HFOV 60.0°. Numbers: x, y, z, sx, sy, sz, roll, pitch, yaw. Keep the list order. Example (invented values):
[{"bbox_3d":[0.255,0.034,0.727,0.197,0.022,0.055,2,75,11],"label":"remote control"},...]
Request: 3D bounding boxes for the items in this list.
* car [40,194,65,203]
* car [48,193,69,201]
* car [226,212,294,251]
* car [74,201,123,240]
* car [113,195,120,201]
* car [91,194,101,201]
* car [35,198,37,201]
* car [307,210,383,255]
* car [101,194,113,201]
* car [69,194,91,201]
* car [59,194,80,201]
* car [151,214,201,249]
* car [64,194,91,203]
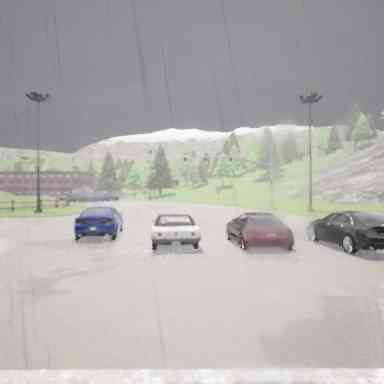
[{"bbox_3d":[-28.506,1.452,68.371,4.892,1.490,1.837,0,0,29],"label":"car"},{"bbox_3d":[-31.142,1.234,77.614,4.553,1.767,2.097,0,0,22],"label":"car"},{"bbox_3d":[2.720,1.541,14.138,1.994,1.385,4.181,0,0,-6],"label":"car"},{"bbox_3d":[-4.661,1.462,17.109,1.882,1.535,5.008,0,0,-7],"label":"car"},{"bbox_3d":[-19.388,1.424,79.123,4.892,1.490,1.837,0,0,33],"label":"car"},{"bbox_3d":[-22.611,1.490,72.846,4.181,1.385,1.994,0,0,33],"label":"car"},{"bbox_3d":[-32.977,1.420,74.586,4.674,1.442,1.812,0,0,19],"label":"car"},{"bbox_3d":[6.322,1.478,13.280,1.837,1.490,4.892,0,0,-5],"label":"car"},{"bbox_3d":[-20.911,1.286,75.929,4.553,1.767,2.097,0,0,33],"label":"car"},{"bbox_3d":[-28.325,1.376,84.021,4.902,1.511,2.128,0,0,22],"label":"car"},{"bbox_3d":[-29.748,1.365,80.823,4.892,1.490,1.837,0,0,22],"label":"car"},{"bbox_3d":[-0.802,1.583,14.437,1.895,1.301,4.718,0,0,-6],"label":"car"},{"bbox_3d":[-23.957,1.443,69.518,4.892,1.490,1.837,0,0,36],"label":"car"}]
